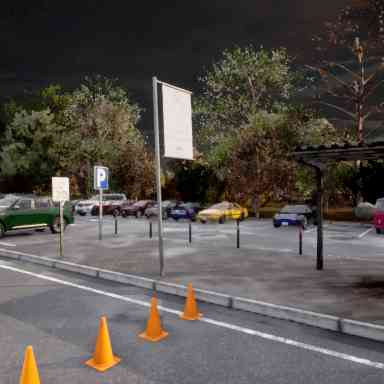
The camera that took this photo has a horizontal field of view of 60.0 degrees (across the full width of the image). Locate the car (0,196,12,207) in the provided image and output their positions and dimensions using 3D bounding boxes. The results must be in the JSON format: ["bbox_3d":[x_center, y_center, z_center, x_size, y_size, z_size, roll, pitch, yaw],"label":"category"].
[{"bbox_3d":[-29.182,1.332,47.825,1.946,1.575,5.366,1,0,35],"label":"car"}]

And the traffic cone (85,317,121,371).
[{"bbox_3d":[-1.171,1.957,4.391,0.340,0.580,0.340,0,0,35],"label":"traffic cone"}]

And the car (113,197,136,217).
[{"bbox_3d":[-4.311,1.469,30.102,2.097,1.535,5.008,0,0,35],"label":"car"}]

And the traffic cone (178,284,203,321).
[{"bbox_3d":[-0.020,1.957,6.023,0.340,0.580,0.340,0,0,36],"label":"traffic cone"}]

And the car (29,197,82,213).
[{"bbox_3d":[-15.560,1.444,38.237,1.946,1.575,5.366,0,0,35],"label":"car"}]

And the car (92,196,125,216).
[{"bbox_3d":[-6.581,1.466,31.700,2.097,1.535,5.008,0,0,35],"label":"car"}]

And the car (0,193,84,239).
[{"bbox_3d":[-8.876,1.221,17.280,2.435,2.045,5.566,0,0,35],"label":"car"}]

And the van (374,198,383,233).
[{"bbox_3d":[11.642,1.263,19.012,1.878,1.987,4.442,0,0,35],"label":"van"}]

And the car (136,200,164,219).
[{"bbox_3d":[-2.040,1.473,28.506,2.231,1.521,4.892,0,0,35],"label":"car"}]

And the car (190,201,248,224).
[{"bbox_3d":[2.388,1.475,25.155,1.946,1.575,5.366,0,0,35],"label":"car"}]

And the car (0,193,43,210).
[{"bbox_3d":[-22.494,1.153,42.856,2.435,2.045,5.566,0,0,35],"label":"car"}]

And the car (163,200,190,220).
[{"bbox_3d":[0.242,1.504,26.927,2.163,1.488,4.792,0,0,35],"label":"car"}]

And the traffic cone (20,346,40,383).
[{"bbox_3d":[-1.747,1.957,3.575,0.340,0.580,0.340,0,0,35],"label":"traffic cone"}]

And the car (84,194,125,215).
[{"bbox_3d":[-8.871,1.212,33.269,2.435,2.045,5.566,0,0,35],"label":"car"}]

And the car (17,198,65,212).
[{"bbox_3d":[-17.950,1.468,39.658,2.163,1.488,4.792,0,0,35],"label":"car"}]

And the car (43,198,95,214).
[{"bbox_3d":[-13.398,1.454,36.484,2.097,1.535,5.008,0,0,35],"label":"car"}]

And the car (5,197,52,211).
[{"bbox_3d":[-20.193,1.452,41.307,2.163,1.488,4.792,0,0,35],"label":"car"}]

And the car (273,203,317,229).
[{"bbox_3d":[7.019,1.513,22.088,2.163,1.488,4.792,0,0,35],"label":"car"}]

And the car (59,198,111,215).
[{"bbox_3d":[-11.127,1.461,34.885,2.231,1.521,4.892,0,0,35],"label":"car"}]

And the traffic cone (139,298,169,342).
[{"bbox_3d":[-0.596,1.957,5.207,0.340,0.580,0.340,0,0,35],"label":"traffic cone"}]
